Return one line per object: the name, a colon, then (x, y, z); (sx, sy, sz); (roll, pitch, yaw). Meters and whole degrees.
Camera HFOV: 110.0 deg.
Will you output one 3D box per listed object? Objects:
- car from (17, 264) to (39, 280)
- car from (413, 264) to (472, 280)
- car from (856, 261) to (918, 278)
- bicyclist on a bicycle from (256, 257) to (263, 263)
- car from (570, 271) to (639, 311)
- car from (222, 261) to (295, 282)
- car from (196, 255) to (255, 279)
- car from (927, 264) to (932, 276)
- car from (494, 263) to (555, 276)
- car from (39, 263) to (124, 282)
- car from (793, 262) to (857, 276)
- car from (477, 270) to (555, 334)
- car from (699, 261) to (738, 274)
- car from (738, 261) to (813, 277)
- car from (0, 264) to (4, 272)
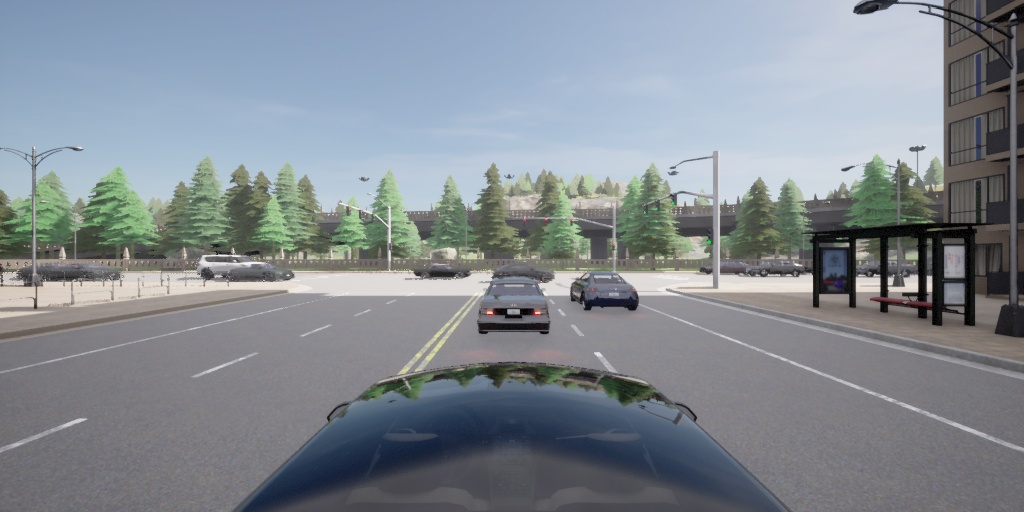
car: (-38.895, 1.258, 30.493); (4.181, 1.385, 1.994); (0, 0, -3)
car: (-5.796, 1.317, 30.337); (4.718, 1.301, 1.895); (0, 0, 1)
car: (33.866, 1.186, 33.006); (4.902, 1.511, 2.128); (0, 0, 6)
bicyclist on a bicycle: (-29.460, 0.995, 41.648); (0.582, 1.620, 1.656); (0, 0, 1)
car: (3.580, 1.314, 14.556); (1.994, 1.385, 4.181); (0, 0, 0)
car: (-18.731, 1.259, 26.908); (4.181, 1.385, 1.994); (0, 0, 2)
car: (-23.575, 0.916, 30.576); (5.566, 2.045, 2.150); (0, 0, 1)
car: (42.035, 1.220, 34.859); (4.674, 1.442, 1.812); (0, 0, 19)
car: (0.869, 1.255, 26.748); (4.674, 1.442, 1.812); (0, 0, 1)
car: (-32.194, 1.258, 27.109); (4.181, 1.385, 1.994); (0, 0, 0)
car: (31.991, 1.295, 36.729); (4.718, 1.301, 1.895); (0, 0, 4)
car: (0.060, 1.297, 10.545); (2.033, 1.411, 5.357); (0, 0, 1)
car: (22.412, 1.242, 37.131); (5.357, 1.411, 2.033); (0, 0, 1)
car: (24.528, 1.186, 33.550); (4.902, 1.511, 2.128); (0, 0, 2)
car: (-53.726, 1.186, 35.130); (4.902, 1.511, 2.128); (0, 0, -19)
